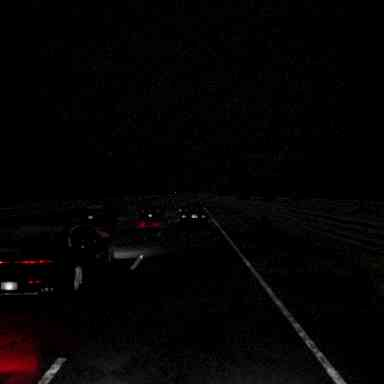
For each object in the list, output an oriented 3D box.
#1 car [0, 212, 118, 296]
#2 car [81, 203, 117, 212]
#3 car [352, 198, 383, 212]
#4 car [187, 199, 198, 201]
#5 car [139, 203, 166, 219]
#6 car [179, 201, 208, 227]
[{"bbox_3d":[-3.400,1.504,8.628,1.837,1.490,4.892,0,0,0],"label":"car"},{"bbox_3d":[-6.901,1.537,24.920,1.812,1.442,4.674,0,0,0],"label":"car"},{"bbox_3d":[22.631,1.542,42.097,2.097,1.767,4.553,0,0,-20],"label":"car"},{"bbox_3d":[0.100,1.581,40.977,2.033,1.411,5.357,0,0,0],"label":"car"},{"bbox_3d":[-3.399,1.616,29.356,1.895,1.301,4.718,0,0,0],"label":"car"},{"bbox_3d":[0.100,1.554,22.751,2.033,1.411,5.357,0,0,0],"label":"car"}]
